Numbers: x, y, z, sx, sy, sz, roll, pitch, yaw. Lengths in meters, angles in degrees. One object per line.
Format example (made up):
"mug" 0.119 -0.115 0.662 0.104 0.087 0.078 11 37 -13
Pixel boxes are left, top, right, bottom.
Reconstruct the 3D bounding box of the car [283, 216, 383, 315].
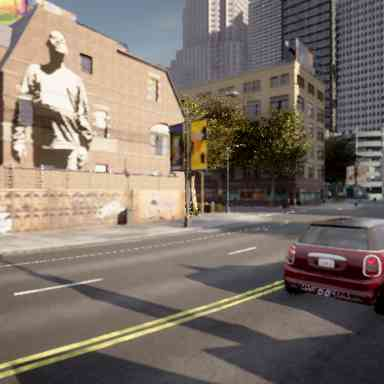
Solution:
"car" 4.094 1.387 7.887 4.553 1.767 2.097 0 -1 -45
